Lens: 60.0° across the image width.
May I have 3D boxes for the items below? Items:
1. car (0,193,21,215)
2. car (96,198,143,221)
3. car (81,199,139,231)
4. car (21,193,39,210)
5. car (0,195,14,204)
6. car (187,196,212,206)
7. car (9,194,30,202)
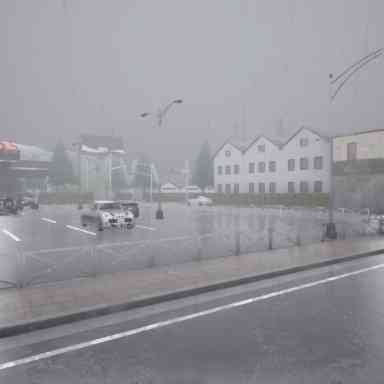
[{"bbox_3d":[-17.266,1.113,30.307,1.932,1.855,4.605,0,0,-36],"label":"car"},{"bbox_3d":[-5.800,1.313,26.193,2.007,1.523,4.514,0,0,-36],"label":"car"},{"bbox_3d":[-4.685,1.248,18.327,1.970,1.475,3.806,0,0,-36],"label":"car"},{"bbox_3d":[-19.163,1.092,38.620,1.905,1.878,3.866,0,0,-36],"label":"car"},{"bbox_3d":[-38.474,1.495,66.610,4.611,1.667,2.242,0,0,-36],"label":"car"},{"bbox_3d":[1.137,1.349,49.282,1.812,1.442,4.674,0,0,-35],"label":"car"},{"bbox_3d":[-38.233,1.328,73.739,3.866,1.878,1.905,0,0,-36],"label":"car"}]
